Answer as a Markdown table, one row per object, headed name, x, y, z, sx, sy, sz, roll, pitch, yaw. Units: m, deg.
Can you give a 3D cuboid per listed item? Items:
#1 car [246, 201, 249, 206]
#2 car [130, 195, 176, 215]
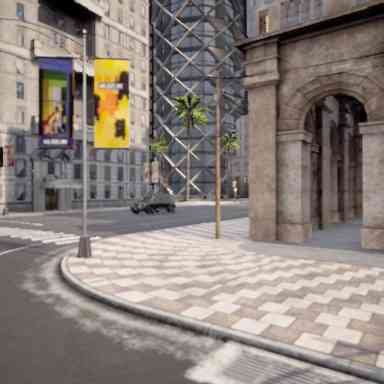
| name | x | y | z | sx | sy | sz | roll | pitch | yaw |
| --- | --- | --- | --- | --- | --- | --- | --- | --- | --- |
| car | 11.164 | 1.637 | 56.352 | 2.033 | 1.411 | 5.357 | 0 | 0 | 36 |
| car | -4.017 | 1.311 | 35.387 | 2.150 | 2.045 | 5.566 | 0 | 0 | 35 |
